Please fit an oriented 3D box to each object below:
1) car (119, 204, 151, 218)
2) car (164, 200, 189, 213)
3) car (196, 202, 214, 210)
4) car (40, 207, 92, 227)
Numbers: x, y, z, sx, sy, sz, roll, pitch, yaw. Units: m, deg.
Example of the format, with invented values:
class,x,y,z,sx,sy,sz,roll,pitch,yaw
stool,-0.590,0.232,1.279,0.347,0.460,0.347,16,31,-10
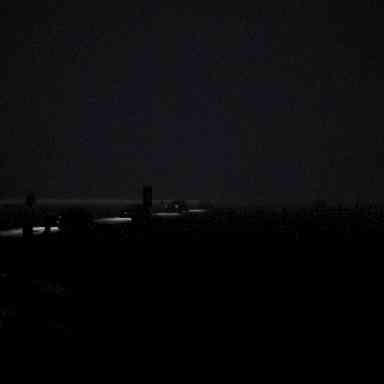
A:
class,x,y,z,sx,sy,sz,roll,pitch,yaw
car,-6.073,1.992,35.508,1.994,1.385,4.181,-1,-1,19
car,-2.126,1.954,46.341,2.097,1.767,4.553,-1,-1,21
car,2.248,2.393,57.464,1.895,1.301,4.718,-1,-1,22
car,-9.492,1.837,25.420,1.994,1.385,4.181,-1,-1,17
